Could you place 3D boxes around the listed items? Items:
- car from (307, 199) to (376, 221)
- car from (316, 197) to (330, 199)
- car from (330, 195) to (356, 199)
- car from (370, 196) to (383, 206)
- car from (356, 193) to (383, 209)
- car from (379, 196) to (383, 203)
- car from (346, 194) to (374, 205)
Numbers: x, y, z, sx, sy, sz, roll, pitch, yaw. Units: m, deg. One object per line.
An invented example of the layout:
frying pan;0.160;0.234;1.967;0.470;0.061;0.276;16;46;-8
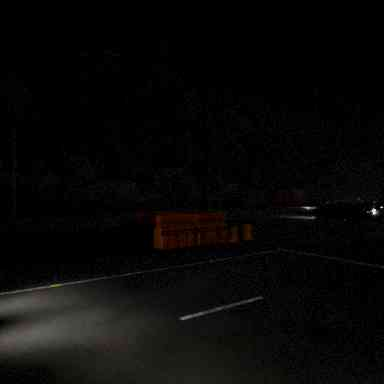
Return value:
car;11.778;1.481;26.345;4.181;1.385;1.994;0;0;45
car;18.745;1.383;47.504;5.357;1.411;2.033;0;0;-36
car;21.059;1.360;44.846;4.674;1.442;1.812;0;0;-36
car;29.708;1.335;51.018;5.357;1.411;2.033;0;0;-35
car;23.290;1.185;42.146;4.553;1.767;2.097;0;0;-35
car;35.651;1.345;59.472;4.718;1.301;1.895;0;0;-35
car;26.944;1.143;53.341;4.553;1.767;2.097;0;0;-35
